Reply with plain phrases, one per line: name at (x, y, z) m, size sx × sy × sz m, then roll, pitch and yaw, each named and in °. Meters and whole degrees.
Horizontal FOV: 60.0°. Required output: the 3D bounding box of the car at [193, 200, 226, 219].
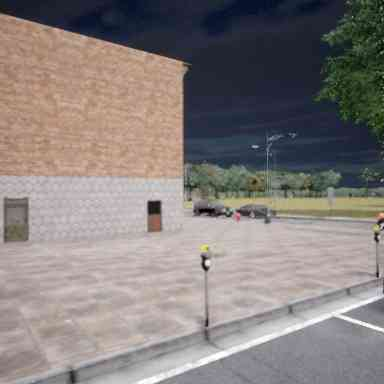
car at (2.307, 1.935, 37.957) m, size 2.150 × 2.045 × 5.566 m, roll 0°, pitch -1°, yaw -35°

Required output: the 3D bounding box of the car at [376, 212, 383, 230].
car at (14.356, 1.660, 21.049) m, size 2.097 × 1.767 × 4.553 m, roll 0°, pitch -1°, yaw -35°

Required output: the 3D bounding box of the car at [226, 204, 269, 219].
car at (6.426, 2.139, 37.244) m, size 1.837 × 1.490 × 4.892 m, roll 0°, pitch -1°, yaw -35°
